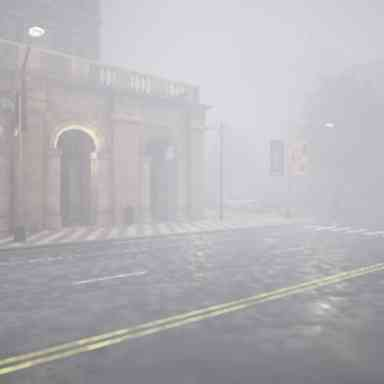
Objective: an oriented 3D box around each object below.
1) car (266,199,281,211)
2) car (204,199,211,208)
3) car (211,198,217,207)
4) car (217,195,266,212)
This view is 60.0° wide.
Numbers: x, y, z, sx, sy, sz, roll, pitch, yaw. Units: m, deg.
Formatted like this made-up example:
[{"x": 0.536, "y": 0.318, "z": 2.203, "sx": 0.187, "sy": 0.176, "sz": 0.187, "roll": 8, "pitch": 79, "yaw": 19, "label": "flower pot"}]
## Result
[{"x": 9.397, "y": 1.658, "z": 43.635, "sx": 1.837, "sy": 1.490, "sz": 4.892, "roll": 0, "pitch": 0, "yaw": -36, "label": "car"}, {"x": 0.101, "y": 1.685, "z": 50.576, "sx": 2.033, "sy": 1.411, "sz": 5.357, "roll": 0, "pitch": 0, "yaw": -36, "label": "car"}, {"x": 3.713, "y": 1.701, "z": 51.547, "sx": 2.033, "sy": 1.411, "sz": 5.357, "roll": 0, "pitch": 0, "yaw": -36, "label": "car"}, {"x": 6.164, "y": 1.359, "z": 42.133, "sx": 2.150, "sy": 2.045, "sz": 5.566, "roll": 0, "pitch": 0, "yaw": -36, "label": "car"}]
